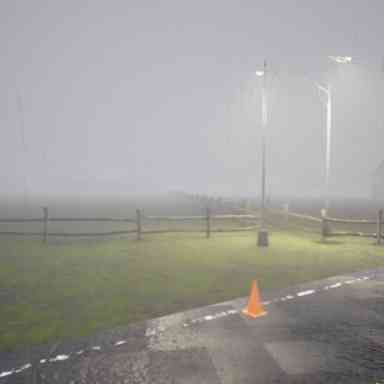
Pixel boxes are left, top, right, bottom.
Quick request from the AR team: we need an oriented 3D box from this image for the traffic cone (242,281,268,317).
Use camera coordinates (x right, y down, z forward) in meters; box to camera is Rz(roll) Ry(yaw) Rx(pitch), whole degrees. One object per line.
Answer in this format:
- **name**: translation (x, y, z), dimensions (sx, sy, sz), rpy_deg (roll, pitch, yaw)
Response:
- **traffic cone**: translation (1.162, 1.933, 6.121), dimensions (0.340, 0.580, 0.340), rpy_deg (0, 0, -34)
